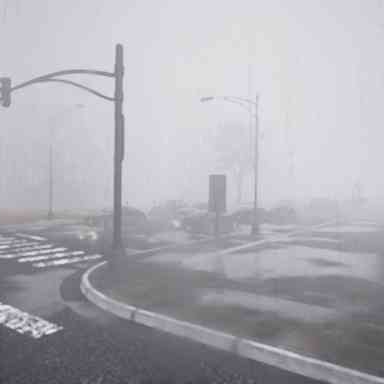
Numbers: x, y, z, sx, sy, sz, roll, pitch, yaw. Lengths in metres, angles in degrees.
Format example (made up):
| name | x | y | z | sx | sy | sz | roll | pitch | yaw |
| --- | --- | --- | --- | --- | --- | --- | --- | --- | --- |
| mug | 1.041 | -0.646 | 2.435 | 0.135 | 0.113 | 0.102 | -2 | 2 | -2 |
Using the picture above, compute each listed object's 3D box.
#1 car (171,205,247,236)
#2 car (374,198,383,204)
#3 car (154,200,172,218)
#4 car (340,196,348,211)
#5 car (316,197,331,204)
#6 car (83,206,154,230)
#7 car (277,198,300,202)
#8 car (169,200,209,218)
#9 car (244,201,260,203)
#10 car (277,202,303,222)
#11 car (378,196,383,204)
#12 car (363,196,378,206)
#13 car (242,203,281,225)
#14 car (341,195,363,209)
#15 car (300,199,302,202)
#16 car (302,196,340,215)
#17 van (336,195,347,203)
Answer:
| name | x | y | z | sx | sy | sz | roll | pitch | yaw |
| --- | --- | --- | --- | --- | --- | --- | --- | --- | --- |
| car | 1.135 | 1.676 | 19.282 | 2.008 | 1.369 | 4.403 | 1 | 0 | 36 |
| car | 44.260 | 2.028 | 78.372 | 2.008 | 1.369 | 4.403 | 1 | 0 | 36 |
| car | -1.966 | 1.443 | 29.662 | 1.967 | 1.590 | 4.097 | 1 | 0 | 36 |
| car | 18.062 | 1.701 | 42.519 | 1.967 | 1.590 | 4.097 | 1 | 0 | 36 |
| car | 27.659 | 1.813 | 69.888 | 1.947 | 1.339 | 4.313 | 1 | 0 | 36 |
| car | -4.788 | 1.575 | 21.206 | 1.994 | 1.385 | 4.181 | 1 | 1 | 36 |
| car | 12.556 | 1.677 | 44.793 | 1.812 | 1.442 | 4.674 | 1 | 0 | 37 |
| car | 0.750 | 1.603 | 28.763 | 2.033 | 1.411 | 5.357 | 1 | 0 | 36 |
| car | 6.402 | 1.702 | 36.472 | 1.895 | 1.301 | 4.718 | 1 | 0 | 36 |
| car | 7.612 | 1.759 | 28.125 | 1.802 | 1.307 | 4.206 | 1 | 0 | 36 |
| car | 40.983 | 1.765 | 73.893 | 2.192 | 1.841 | 5.009 | 1 | 0 | 36 |
| car | 34.520 | 1.921 | 65.075 | 1.752 | 1.417 | 4.829 | 1 | 0 | 36 |
| car | 4.375 | 1.717 | 23.704 | 1.947 | 1.339 | 4.313 | 1 | 0 | 36 |
| car | 24.580 | 1.754 | 51.503 | 1.967 | 1.590 | 4.097 | 1 | 0 | 36 |
| car | 17.717 | 1.690 | 56.317 | 1.752 | 1.417 | 4.829 | 1 | 0 | 36 |
| car | 14.809 | 1.549 | 38.020 | 2.192 | 1.841 | 5.009 | 1 | 0 | 36 |
| van | 37.502 | 1.671 | 83.322 | 1.690 | 1.788 | 3.998 | 1 | 0 | 36 |
